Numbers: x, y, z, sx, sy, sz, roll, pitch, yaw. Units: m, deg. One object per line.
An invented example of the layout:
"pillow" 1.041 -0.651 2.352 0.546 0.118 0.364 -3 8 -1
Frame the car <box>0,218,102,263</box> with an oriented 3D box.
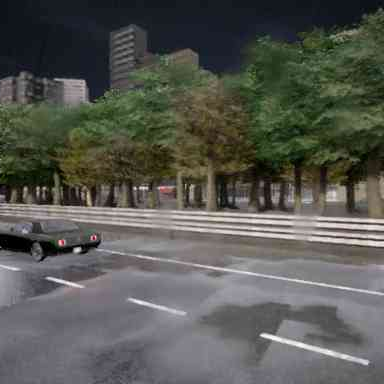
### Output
"car" -5.539 1.606 12.124 4.718 1.301 1.895 0 0 36
